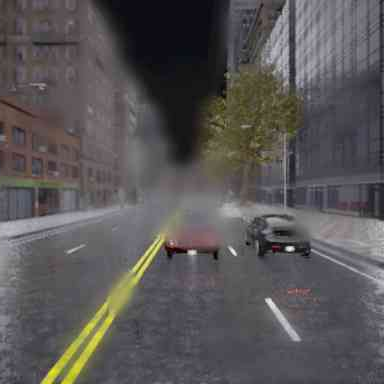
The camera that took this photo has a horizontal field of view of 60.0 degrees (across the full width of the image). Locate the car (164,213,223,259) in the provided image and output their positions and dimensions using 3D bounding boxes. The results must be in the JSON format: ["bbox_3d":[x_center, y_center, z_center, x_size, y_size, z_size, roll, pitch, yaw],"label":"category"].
[{"bbox_3d":[0.035,1.730,13.236,1.895,1.301,4.718,0,-1,1],"label":"car"}]

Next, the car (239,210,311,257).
[{"bbox_3d":[3.289,1.638,13.492,1.837,1.490,4.892,0,0,1],"label":"car"}]

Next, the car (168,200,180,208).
[{"bbox_3d":[-3.198,2.143,59.790,1.895,1.301,4.718,0,0,1],"label":"car"}]

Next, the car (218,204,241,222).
[{"bbox_3d":[3.311,1.798,28.887,1.812,1.442,4.674,0,0,1],"label":"car"}]

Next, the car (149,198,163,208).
[{"bbox_3d":[-6.453,1.892,59.622,2.097,1.767,4.553,0,0,0],"label":"car"}]

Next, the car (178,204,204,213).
[{"bbox_3d":[0.052,1.868,28.242,1.895,1.301,4.718,0,-1,1],"label":"car"}]
